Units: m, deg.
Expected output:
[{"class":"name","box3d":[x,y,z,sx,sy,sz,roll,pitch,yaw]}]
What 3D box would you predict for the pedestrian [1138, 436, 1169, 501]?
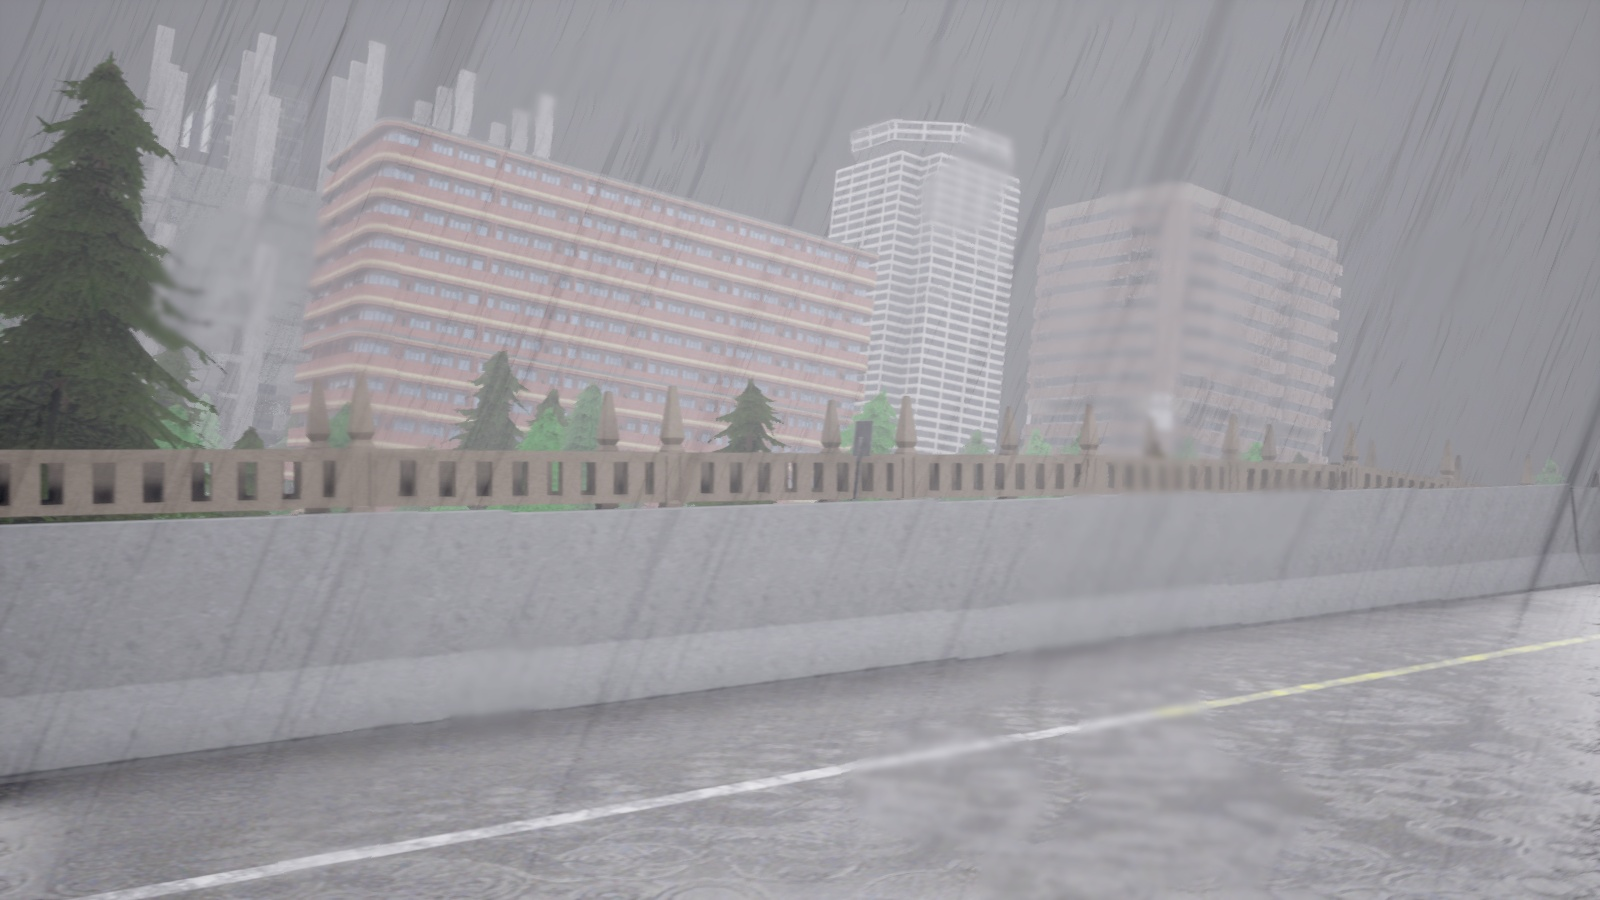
[{"class":"pedestrian","box3d":[10.547,0.554,37.427,0.726,1.835,0.370,9,-5,-34]}]
